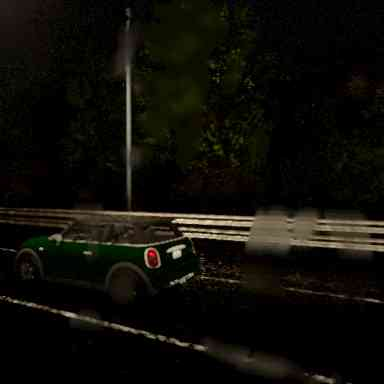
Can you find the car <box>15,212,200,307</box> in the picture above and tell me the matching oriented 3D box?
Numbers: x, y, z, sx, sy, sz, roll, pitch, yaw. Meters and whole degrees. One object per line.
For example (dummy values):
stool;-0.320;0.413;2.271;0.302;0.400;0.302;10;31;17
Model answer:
car;-2.164;1.332;8.071;4.553;1.767;2.097;0;0;29
